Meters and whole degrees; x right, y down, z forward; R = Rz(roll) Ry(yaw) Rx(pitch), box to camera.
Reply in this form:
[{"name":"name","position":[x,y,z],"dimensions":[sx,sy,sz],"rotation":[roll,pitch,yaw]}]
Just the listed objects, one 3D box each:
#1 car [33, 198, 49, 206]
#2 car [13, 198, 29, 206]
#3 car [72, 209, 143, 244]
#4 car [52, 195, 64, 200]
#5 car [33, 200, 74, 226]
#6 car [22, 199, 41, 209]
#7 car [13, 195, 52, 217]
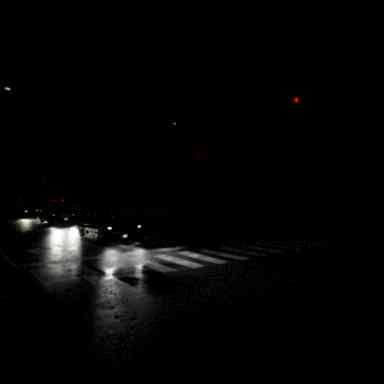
[{"name":"car","position":[-28.015,1.796,61.676],"dimensions":[1.837,1.490,4.892],"rotation":[0,0,-35]},{"name":"car","position":[-31.288,1.842,60.668],"dimensions":[1.994,1.385,4.181],"rotation":[0,0,-35]},{"name":"car","position":[-4.279,1.686,16.804],"dimensions":[1.895,1.301,4.718],"rotation":[0,0,-36]},{"name":"car","position":[-22.086,1.480,53.349],"dimensions":[2.150,2.045,5.566],"rotation":[0,0,-35]},{"name":"car","position":[-10.112,1.612,24.994],"dimensions":[2.128,1.511,4.902],"rotation":[0,0,-35]},{"name":"car","position":[-25.174,1.845,52.087],"dimensions":[1.895,1.301,4.718],"rotation":[0,0,-35]},{"name":"car","position":[-16.064,1.380,33.360],"dimensions":[2.150,2.045,5.566],"rotation":[0,-1,-35]}]
